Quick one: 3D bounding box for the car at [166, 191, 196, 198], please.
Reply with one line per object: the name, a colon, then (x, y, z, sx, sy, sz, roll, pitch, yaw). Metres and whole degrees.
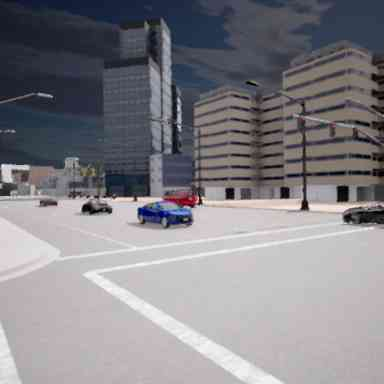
car: (-1.644, 0.958, 39.636, 2.150, 2.045, 5.566, -2, 1, -35)

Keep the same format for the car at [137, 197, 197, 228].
car: (-1.787, 1.347, 21.410, 1.882, 1.535, 5.008, -1, 1, -35)

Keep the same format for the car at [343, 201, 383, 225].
car: (11.294, 1.216, 19.105, 4.902, 1.511, 2.128, -1, 3, 44)

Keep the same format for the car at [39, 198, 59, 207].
car: (-21.253, 1.515, 49.404, 1.895, 1.301, 4.718, -1, 1, -34)

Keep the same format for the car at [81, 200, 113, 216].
car: (-9.142, 1.449, 31.946, 1.994, 1.385, 4.181, -1, 1, -35)
